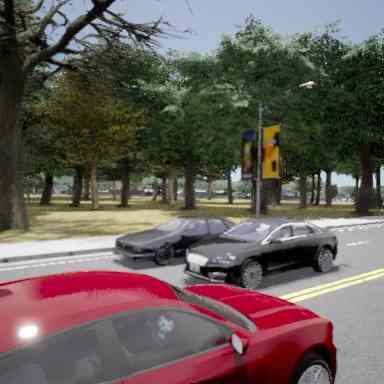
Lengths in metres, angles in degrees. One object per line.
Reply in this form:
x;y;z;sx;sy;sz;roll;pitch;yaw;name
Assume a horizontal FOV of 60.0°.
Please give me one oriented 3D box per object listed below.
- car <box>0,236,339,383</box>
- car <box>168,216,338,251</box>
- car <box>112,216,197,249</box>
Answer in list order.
-0.722;1.478;2.924;5.008;1.535;1.882;0;0;-35;car
2.056;1.500;9.140;4.902;1.511;2.128;0;0;-35;car
0.024;1.555;11.683;5.357;1.411;2.033;0;0;-35;car
